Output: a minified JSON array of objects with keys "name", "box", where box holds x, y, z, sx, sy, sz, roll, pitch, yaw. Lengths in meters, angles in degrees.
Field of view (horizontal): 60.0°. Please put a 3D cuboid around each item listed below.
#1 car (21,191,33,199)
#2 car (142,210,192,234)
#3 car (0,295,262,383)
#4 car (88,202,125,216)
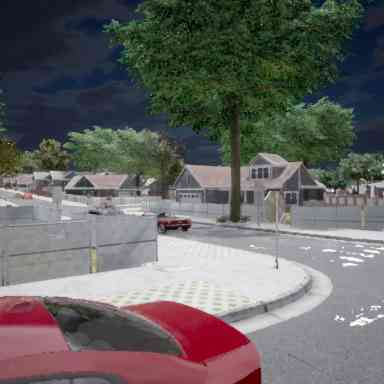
[{"name":"car","box":[-40.156,0.716,80.665,2.097,1.767,4.553,0,2,-35]},{"name":"car","box":[-1.995,1.894,21.839,1.895,1.301,4.718,0,0,-35]},{"name":"car","box":[-1.781,1.479,1.680,5.008,1.535,1.882,0,0,-36]},{"name":"car","box":[-7.723,1.723,29.965,2.097,1.767,4.553,0,0,-35]}]
